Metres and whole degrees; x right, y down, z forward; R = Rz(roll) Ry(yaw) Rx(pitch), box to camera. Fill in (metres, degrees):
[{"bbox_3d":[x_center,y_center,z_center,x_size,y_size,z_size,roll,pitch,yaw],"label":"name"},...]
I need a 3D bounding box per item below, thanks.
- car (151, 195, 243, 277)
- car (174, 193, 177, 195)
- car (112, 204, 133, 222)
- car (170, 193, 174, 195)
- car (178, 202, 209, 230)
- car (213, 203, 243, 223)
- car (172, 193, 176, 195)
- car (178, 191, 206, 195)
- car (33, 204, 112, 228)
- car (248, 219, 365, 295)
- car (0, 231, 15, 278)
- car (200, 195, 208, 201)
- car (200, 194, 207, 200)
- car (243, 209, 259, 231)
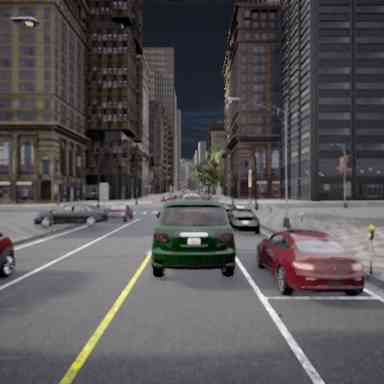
[{"bbox_3d":[0.028,1.245,10.412,2.150,2.045,5.566,0,0,0],"label":"car"},{"bbox_3d":[-5.421,1.483,81.099,1.887,1.381,4.507,0,0,0],"label":"car"},{"bbox_3d":[-5.757,1.619,26.652,1.802,1.307,4.206,0,0,0],"label":"car"},{"bbox_3d":[-5.493,1.516,70.019,1.887,1.381,4.507,0,0,0],"label":"car"},{"bbox_3d":[0.100,1.514,22.312,1.882,1.535,5.008,0,0,0],"label":"car"},{"bbox_3d":[2.769,1.603,26.646,1.947,1.339,4.313,0,0,0],"label":"car"},{"bbox_3d":[-5.457,1.506,75.559,2.008,1.369,4.403,0,0,0],"label":"car"},{"bbox_3d":[-0.098,1.249,35.392,2.150,2.045,5.566,0,1,-3],"label":"car"},{"bbox_3d":[-7.495,1.424,20.728,4.403,1.369,2.008,-1,0,-9],"label":"car"},{"bbox_3d":[2.766,1.602,8.478,1.802,1.307,4.206,0,0,0],"label":"car"},{"bbox_3d":[-5.760,1.458,7.323,1.967,1.590,4.097,0,0,0],"label":"car"},{"bbox_3d":[3.141,1.483,86.587,1.947,1.339,4.313,1,0,0],"label":"car"},{"bbox_3d":[3.179,1.418,92.299,1.752,1.417,4.829,1,0,0],"label":"car"},{"bbox_3d":[2.768,1.600,19.280,1.947,1.339,4.313,0,0,0],"label":"car"}]
